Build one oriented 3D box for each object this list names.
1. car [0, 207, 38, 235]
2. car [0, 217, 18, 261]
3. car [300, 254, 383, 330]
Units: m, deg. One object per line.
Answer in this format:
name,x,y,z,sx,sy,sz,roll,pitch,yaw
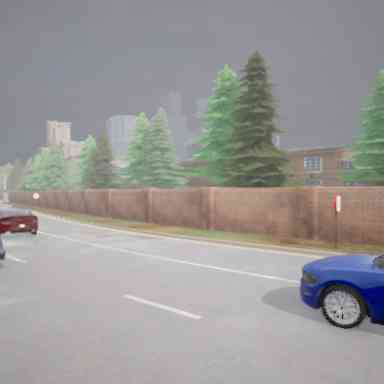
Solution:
car,-10.143,1.543,18.462,1.882,1.535,5.008,0,0,-42
car,-7.793,1.584,10.855,5.357,1.411,2.033,0,0,44
car,4.327,1.507,5.319,5.008,1.535,1.882,0,0,35
